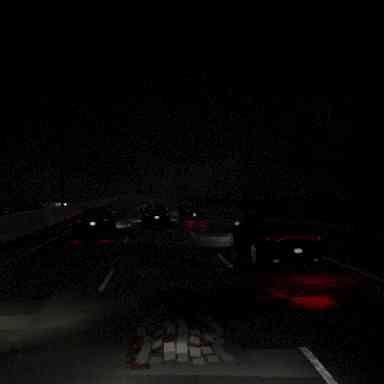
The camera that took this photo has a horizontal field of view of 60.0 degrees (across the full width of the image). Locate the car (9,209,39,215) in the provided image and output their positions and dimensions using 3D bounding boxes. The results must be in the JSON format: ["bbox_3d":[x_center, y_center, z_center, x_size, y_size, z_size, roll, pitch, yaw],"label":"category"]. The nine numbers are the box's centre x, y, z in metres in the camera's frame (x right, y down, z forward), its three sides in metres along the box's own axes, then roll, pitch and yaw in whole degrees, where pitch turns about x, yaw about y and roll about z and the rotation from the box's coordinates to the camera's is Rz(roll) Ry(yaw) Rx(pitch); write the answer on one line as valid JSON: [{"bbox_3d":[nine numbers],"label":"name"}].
[{"bbox_3d":[-14.168,1.561,28.154,2.128,1.511,4.902,0,0,-9],"label":"car"}]

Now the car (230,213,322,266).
[{"bbox_3d":[2.674,1.488,11.709,1.882,1.535,5.008,0,0,-6],"label":"car"}]

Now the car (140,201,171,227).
[{"bbox_3d":[-2.574,1.602,23.456,1.994,1.385,4.181,0,0,-9],"label":"car"}]

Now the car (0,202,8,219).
[{"bbox_3d":[-17.740,1.624,28.282,2.033,1.411,5.357,0,0,-9],"label":"car"}]

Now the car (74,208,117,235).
[{"bbox_3d":[-5.413,1.602,19.037,1.994,1.385,4.181,0,0,-9],"label":"car"}]

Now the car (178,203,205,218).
[{"bbox_3d":[-0.145,1.642,30.357,1.895,1.301,4.718,0,0,-9],"label":"car"}]
